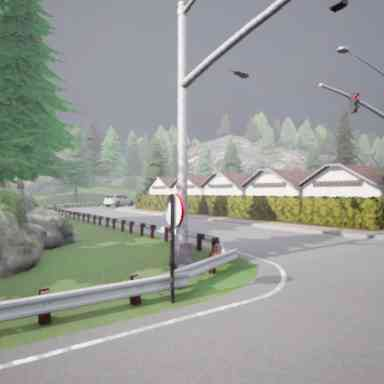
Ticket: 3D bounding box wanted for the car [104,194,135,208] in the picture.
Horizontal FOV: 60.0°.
[{"bbox_3d":[-11.417,1.371,52.549,2.150,2.045,5.566,0,0,27],"label":"car"}]
